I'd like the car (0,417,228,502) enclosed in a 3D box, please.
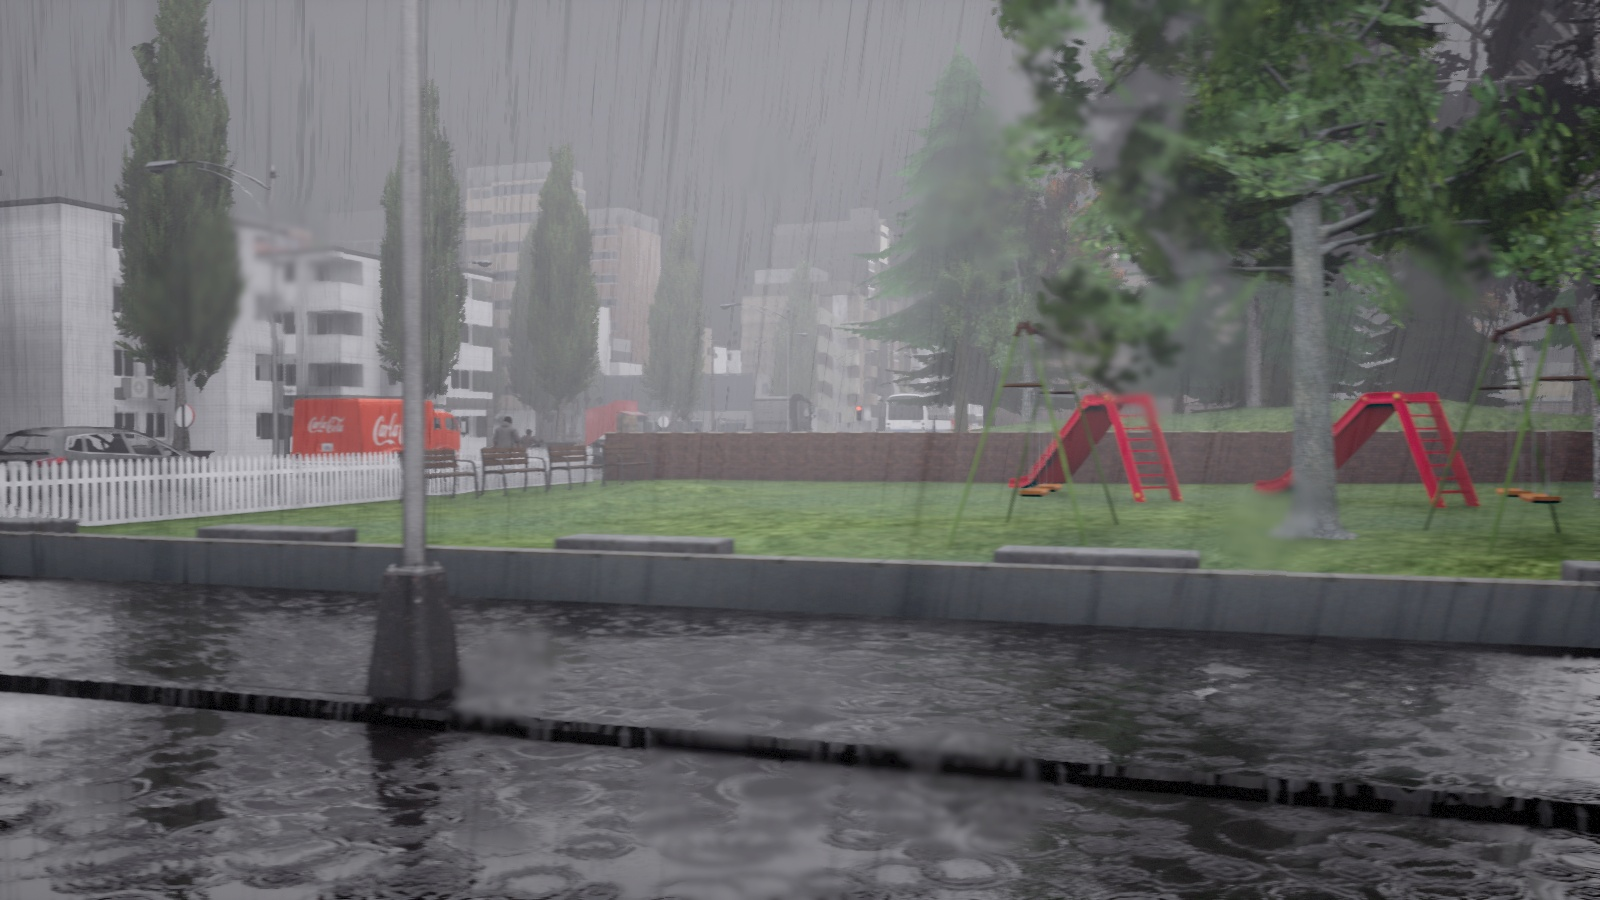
[{"bbox_3d":[-14.967,0.148,27.085,2.242,1.667,4.611,1,1,19],"label":"car"}]

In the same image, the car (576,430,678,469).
[{"bbox_3d":[-6.909,-0.046,50.824,2.163,1.488,4.792,1,1,19],"label":"car"}]

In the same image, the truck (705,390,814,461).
[{"bbox_3d":[-1.968,-1.244,65.485,2.891,3.462,7.936,1,1,20],"label":"truck"}]

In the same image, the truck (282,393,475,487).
[{"bbox_3d":[-11.925,-0.314,36.013,2.627,2.467,5.204,1,1,19],"label":"truck"}]

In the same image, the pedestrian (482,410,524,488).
[{"bbox_3d":[-7.615,-0.033,32.192,0.659,1.952,0.873,1,1,20],"label":"pedestrian"}]
